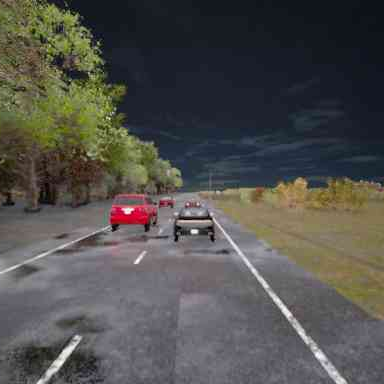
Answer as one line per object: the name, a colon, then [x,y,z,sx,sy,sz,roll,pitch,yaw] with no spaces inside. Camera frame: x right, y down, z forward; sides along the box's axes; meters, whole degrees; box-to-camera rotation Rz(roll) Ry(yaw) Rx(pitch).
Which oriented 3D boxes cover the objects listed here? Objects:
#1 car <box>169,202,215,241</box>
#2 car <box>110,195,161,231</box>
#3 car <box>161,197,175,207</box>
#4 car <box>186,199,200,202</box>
car: [0.105,1.452,16.399,2.128,1.511,4.902,0,0,0]
car: [-3.396,1.170,20.259,2.150,2.045,5.566,0,0,0]
car: [-3.389,1.361,45.139,1.882,1.535,5.008,0,0,0]
car: [0.108,1.495,41.336,1.895,1.301,4.718,0,0,0]
